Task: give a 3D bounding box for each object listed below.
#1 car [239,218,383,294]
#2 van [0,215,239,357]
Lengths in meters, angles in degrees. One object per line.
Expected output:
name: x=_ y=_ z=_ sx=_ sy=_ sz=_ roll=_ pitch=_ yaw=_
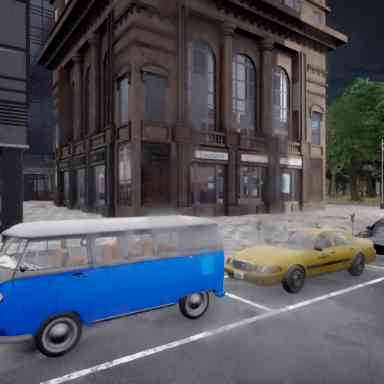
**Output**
car: x=3.005 y=1.525 z=8.789 sx=4.829 sy=1.417 sz=1.752 roll=0 pitch=0 yaw=-35
van: x=-1.286 y=1.341 z=5.733 sx=3.998 sy=1.788 sz=1.690 roll=0 pitch=0 yaw=-35
